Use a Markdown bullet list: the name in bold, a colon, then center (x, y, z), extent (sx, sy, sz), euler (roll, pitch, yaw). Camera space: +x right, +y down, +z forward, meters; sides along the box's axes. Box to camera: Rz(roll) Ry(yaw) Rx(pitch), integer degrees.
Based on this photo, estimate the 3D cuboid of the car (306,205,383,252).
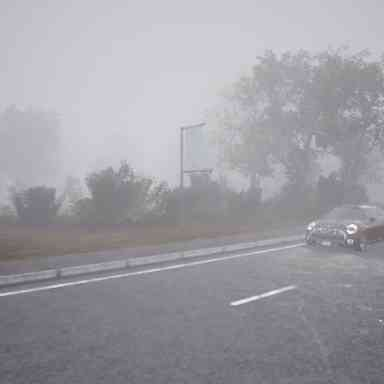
- **car**: center (6.770, 1.366, 14.114), extent (4.553, 1.767, 2.097), euler (0, 0, -42)
